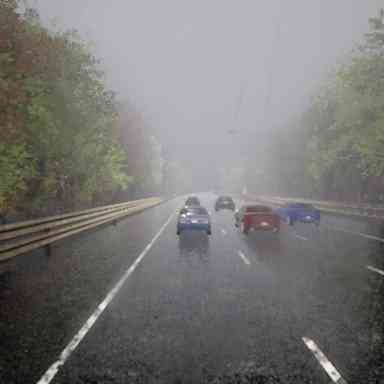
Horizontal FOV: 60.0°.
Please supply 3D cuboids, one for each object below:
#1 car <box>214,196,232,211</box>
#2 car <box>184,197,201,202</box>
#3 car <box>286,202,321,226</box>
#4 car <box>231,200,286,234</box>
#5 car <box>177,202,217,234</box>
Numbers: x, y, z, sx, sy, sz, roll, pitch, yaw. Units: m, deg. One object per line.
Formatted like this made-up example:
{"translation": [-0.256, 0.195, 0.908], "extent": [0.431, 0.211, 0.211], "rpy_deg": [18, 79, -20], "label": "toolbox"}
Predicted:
{"translation": [3.596, 1.227, 37.830], "extent": [2.097, 1.767, 4.553], "rpy_deg": [0, 0, 0], "label": "car"}
{"translation": [0.097, 1.362, 42.581], "extent": [1.837, 1.490, 4.892], "rpy_deg": [0, 0, 0], "label": "car"}
{"translation": [7.098, 1.409, 22.781], "extent": [1.882, 1.535, 5.008], "rpy_deg": [0, 0, 0], "label": "car"}
{"translation": [3.598, 1.424, 19.004], "extent": [1.882, 1.535, 5.008], "rpy_deg": [0, 0, 0], "label": "car"}
{"translation": [0.098, 1.494, 18.828], "extent": [2.033, 1.411, 5.357], "rpy_deg": [0, 0, 0], "label": "car"}
